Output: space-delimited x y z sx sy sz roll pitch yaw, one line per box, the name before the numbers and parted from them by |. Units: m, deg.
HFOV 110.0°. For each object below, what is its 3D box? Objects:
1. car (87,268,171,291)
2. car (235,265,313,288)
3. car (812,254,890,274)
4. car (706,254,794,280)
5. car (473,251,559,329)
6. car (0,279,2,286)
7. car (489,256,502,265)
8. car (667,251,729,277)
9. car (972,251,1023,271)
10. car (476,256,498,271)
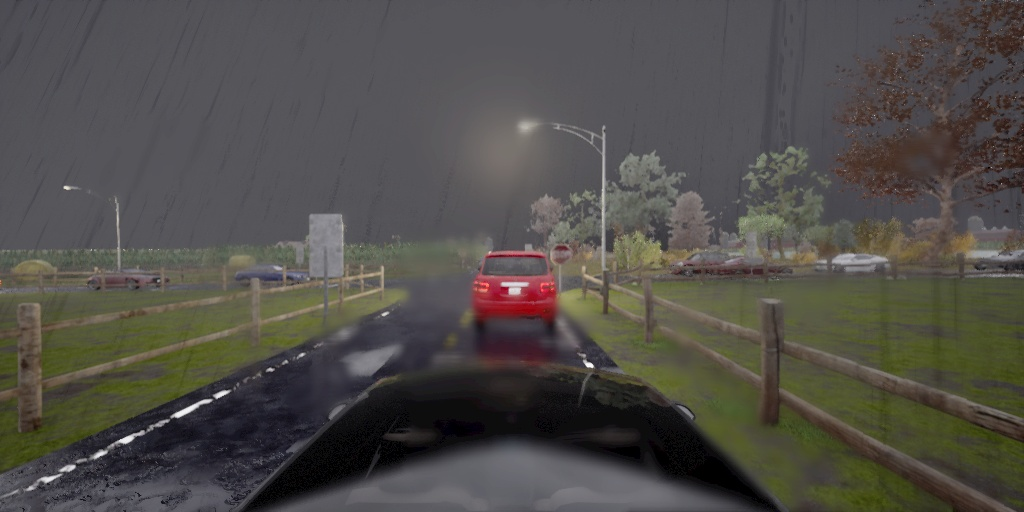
car | -25.783 1.527 24.203 4.181 1.385 1.994 -1 1 1
car | -15.864 1.306 23.966 4.674 1.442 1.812 -1 1 3
car | 24.699 0.549 26.147 4.674 1.442 1.812 -1 1 1
car | 15.666 0.741 23.432 4.674 1.442 1.812 -1 1 1
car | 0.150 0.869 10.934 2.150 2.045 5.566 0 1 2
car | -38.104 1.547 24.456 4.553 1.767 2.097 -1 1 1
car | -2.756 0.694 61.211 2.033 1.411 5.357 0 1 1
car | 13.898 0.561 26.371 4.553 1.767 2.097 -1 1 1
car | 36.454 0.352 25.915 4.674 1.442 1.812 -1 1 1
car | -2.805 0.833 40.885 2.128 1.511 4.902 0 1 0
